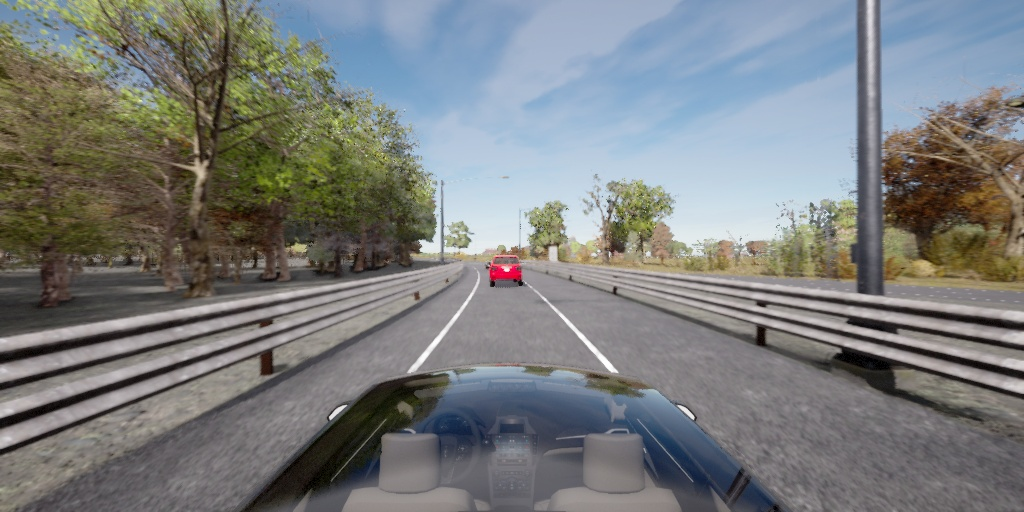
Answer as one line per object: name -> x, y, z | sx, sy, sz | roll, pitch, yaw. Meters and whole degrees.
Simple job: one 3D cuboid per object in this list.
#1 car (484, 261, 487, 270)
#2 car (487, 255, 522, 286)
car -> -2.952, 1.327, 50.979 | 1.895, 1.301, 4.718 | 0, 0, -8
car -> -0.530, 0.971, 25.465 | 2.150, 2.045, 5.566 | 0, 0, -4
